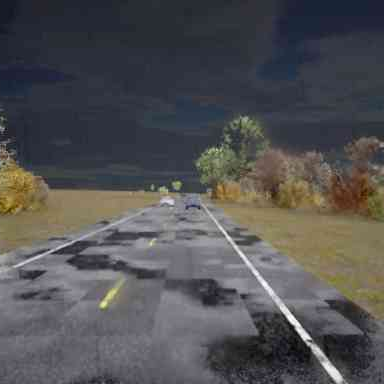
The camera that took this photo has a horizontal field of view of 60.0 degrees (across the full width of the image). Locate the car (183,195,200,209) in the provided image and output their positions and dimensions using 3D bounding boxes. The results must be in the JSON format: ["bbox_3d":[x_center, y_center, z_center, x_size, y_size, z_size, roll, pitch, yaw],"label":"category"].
[{"bbox_3d":[0.114,1.414,43.392,2.033,1.411,5.357,0,0,0],"label":"car"}]

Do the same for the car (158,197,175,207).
[{"bbox_3d":[-3.566,1.380,47.416,1.812,1.442,4.674,0,0,0],"label":"car"}]
